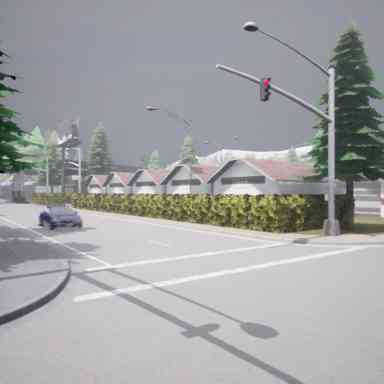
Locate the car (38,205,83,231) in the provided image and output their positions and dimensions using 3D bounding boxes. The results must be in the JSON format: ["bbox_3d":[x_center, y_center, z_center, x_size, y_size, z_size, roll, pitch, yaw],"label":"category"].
[{"bbox_3d":[-8.458,1.586,21.164,1.812,1.442,4.674,0,1,-37],"label":"car"}]
